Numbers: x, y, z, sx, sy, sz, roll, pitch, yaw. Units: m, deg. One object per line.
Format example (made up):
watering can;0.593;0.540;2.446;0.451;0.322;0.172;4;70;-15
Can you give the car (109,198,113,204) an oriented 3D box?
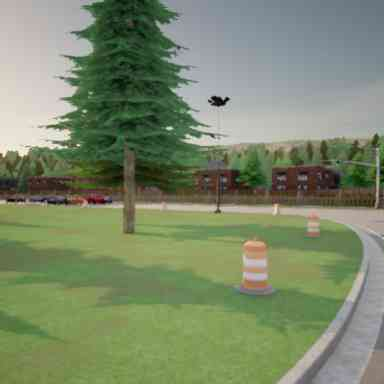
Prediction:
car;-17.631;1.626;65.623;4.674;1.442;1.812;-1;-1;33

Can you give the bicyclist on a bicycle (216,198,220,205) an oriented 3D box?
bicyclist on a bicycle;4.456;1.434;56.944;0.582;1.620;1.656;0;0;31

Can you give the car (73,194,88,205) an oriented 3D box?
car;-21.511;1.429;59.802;4.553;1.767;2.097;0;0;32

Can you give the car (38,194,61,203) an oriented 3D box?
car;-29.395;1.265;68.629;4.553;1.767;2.097;0;0;31

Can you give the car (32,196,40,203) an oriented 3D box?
car;-31.236;1.452;65.651;4.181;1.385;1.994;0;0;31

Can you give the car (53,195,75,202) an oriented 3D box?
car;-27.606;1.421;71.636;4.892;1.490;1.837;0;0;31

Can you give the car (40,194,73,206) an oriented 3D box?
car;-23.077;1.569;56.654;4.892;1.490;1.837;-1;-1;32

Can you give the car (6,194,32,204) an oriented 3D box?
car;-33.025;1.244;62.644;4.553;1.767;2.097;0;0;31

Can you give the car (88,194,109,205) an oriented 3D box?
car;-18.753;1.311;62.207;5.566;2.045;2.150;0;0;32
